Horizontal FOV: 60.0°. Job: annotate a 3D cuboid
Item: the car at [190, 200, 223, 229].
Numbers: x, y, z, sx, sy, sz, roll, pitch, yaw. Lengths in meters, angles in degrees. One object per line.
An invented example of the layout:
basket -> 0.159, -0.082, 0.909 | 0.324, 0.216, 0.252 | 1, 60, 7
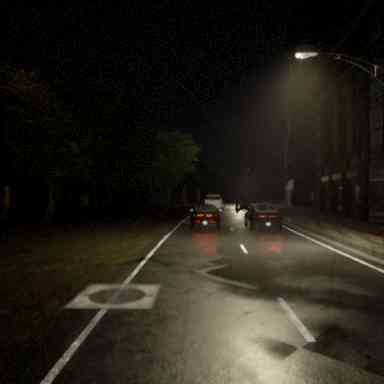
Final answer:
car -> 0.910, 1.531, 21.593 | 1.837, 1.490, 4.892 | 0, 0, 4

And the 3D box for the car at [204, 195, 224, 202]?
car -> 2.646, 1.352, 40.046 | 2.150, 2.045, 5.566 | 0, 0, 7

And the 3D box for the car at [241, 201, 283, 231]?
car -> 4.357, 1.527, 20.753 | 1.837, 1.490, 4.892 | 0, 0, 4

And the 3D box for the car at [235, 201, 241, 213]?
car -> 6.067, 1.725, 39.216 | 1.895, 1.301, 4.718 | 0, 0, 7
